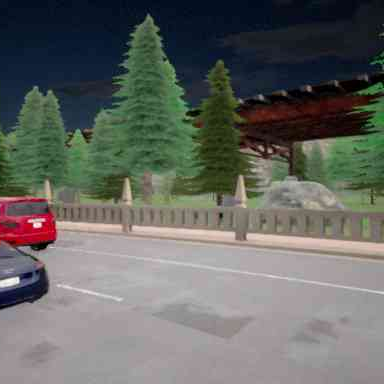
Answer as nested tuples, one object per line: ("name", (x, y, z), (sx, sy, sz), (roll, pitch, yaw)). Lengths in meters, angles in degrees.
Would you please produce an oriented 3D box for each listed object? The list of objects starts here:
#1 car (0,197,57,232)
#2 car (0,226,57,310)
("car", (-7.550, 1.211, 12.443), (5.566, 2.045, 2.150), (0, 0, 28))
("car", (-4.932, 1.559, 6.889), (4.181, 1.385, 1.994), (0, 0, 31))
